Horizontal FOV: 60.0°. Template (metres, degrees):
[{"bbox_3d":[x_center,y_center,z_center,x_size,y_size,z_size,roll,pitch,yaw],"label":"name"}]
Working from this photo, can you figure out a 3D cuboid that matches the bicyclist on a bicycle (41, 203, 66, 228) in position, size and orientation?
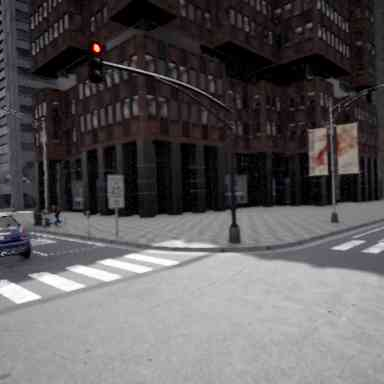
[{"bbox_3d":[-9.119,1.539,21.904,0.582,1.620,1.656,-2,1,44],"label":"bicyclist on a bicycle"}]

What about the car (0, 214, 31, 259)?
[{"bbox_3d":[-7.864,1.607,12.651,2.097,1.767,4.553,-3,1,-43],"label":"car"}]
